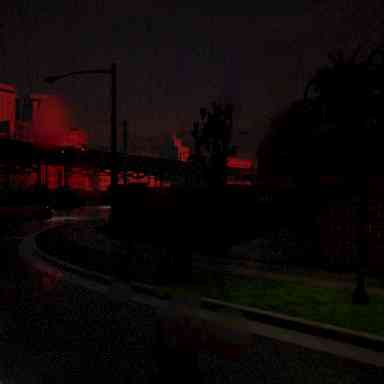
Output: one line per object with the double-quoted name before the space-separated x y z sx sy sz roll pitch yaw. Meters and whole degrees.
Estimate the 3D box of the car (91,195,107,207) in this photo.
"car" -12.956 1.259 47.952 2.128 1.511 4.902 0 1 37

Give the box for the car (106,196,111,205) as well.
"car" -9.036 1.290 47.337 2.033 1.411 5.357 0 1 37

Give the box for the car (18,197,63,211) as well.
"car" -18.471 1.402 40.645 1.812 1.442 4.674 0 1 37

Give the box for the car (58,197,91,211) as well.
"car" -14.903 1.363 39.560 1.837 1.490 4.892 0 1 37

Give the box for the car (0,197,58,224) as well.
"car" -12.774 1.304 24.613 2.097 1.767 4.553 0 0 37
